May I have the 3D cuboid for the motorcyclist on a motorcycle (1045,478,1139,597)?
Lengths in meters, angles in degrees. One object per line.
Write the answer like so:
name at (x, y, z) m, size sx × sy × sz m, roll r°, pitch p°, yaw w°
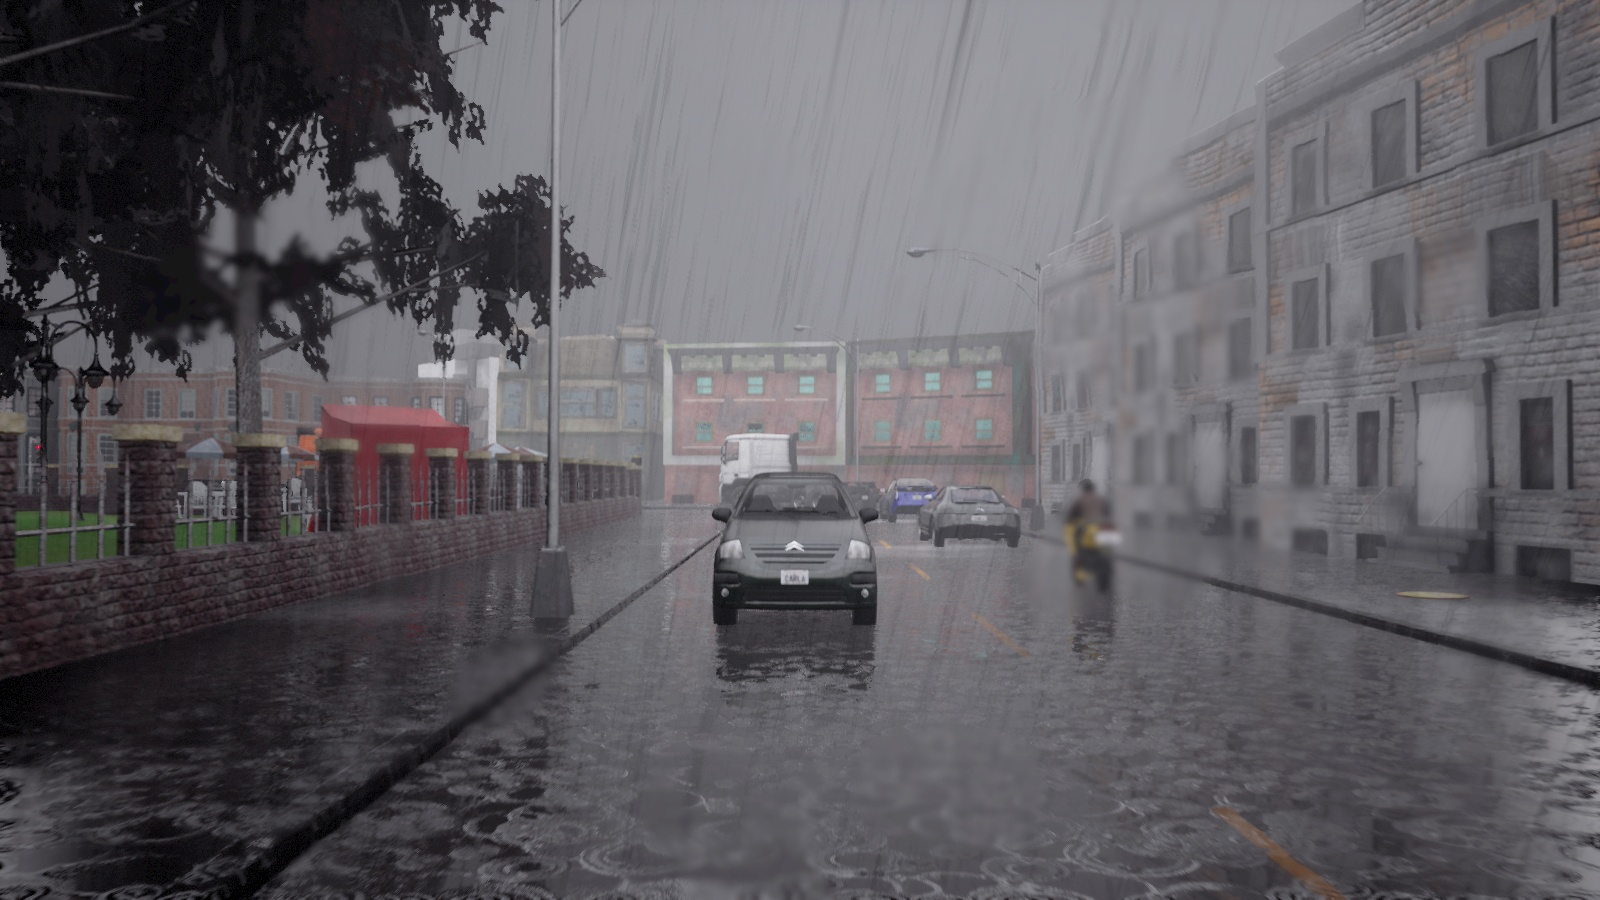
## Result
motorcyclist on a motorcycle at (3.947, 1.144, 17.154) m, size 0.797 × 1.523 × 2.044 m, roll 0°, pitch -1°, yaw 0°

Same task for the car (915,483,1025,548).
car at (3.909, 1.482, 29.498) m, size 1.994 × 1.385 × 4.181 m, roll 0°, pitch -1°, yaw 0°

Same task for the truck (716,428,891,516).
truck at (0.011, 0.940, 52.951) m, size 2.891 × 3.462 × 7.936 m, roll 1°, pitch -2°, yaw -40°

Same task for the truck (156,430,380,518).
truck at (-21.685, 0.995, 51.497) m, size 7.936 × 3.462 × 2.891 m, roll 0°, pitch -1°, yaw 0°

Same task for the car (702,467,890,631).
car at (-0.044, 1.019, 14.433) m, size 1.851 × 1.617 × 3.988 m, roll 0°, pitch -1°, yaw 0°

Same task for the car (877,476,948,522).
car at (3.858, 1.660, 43.711) m, size 2.007 × 1.525 × 4.514 m, roll 0°, pitch -1°, yaw -1°
